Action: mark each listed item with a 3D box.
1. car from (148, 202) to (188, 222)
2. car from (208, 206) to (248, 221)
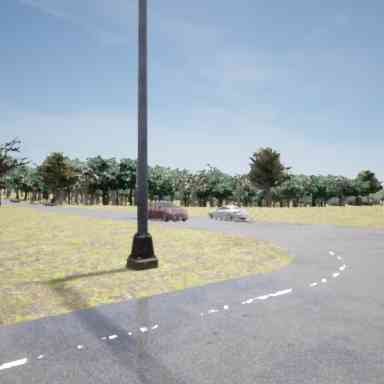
[{"bbox_3d":[-2.238,1.617,28.625,2.097,1.767,4.553,3,-3,-36],"label":"car"},{"bbox_3d":[3.491,2.057,32.626,1.812,1.442,4.674,3,-3,-36],"label":"car"}]
